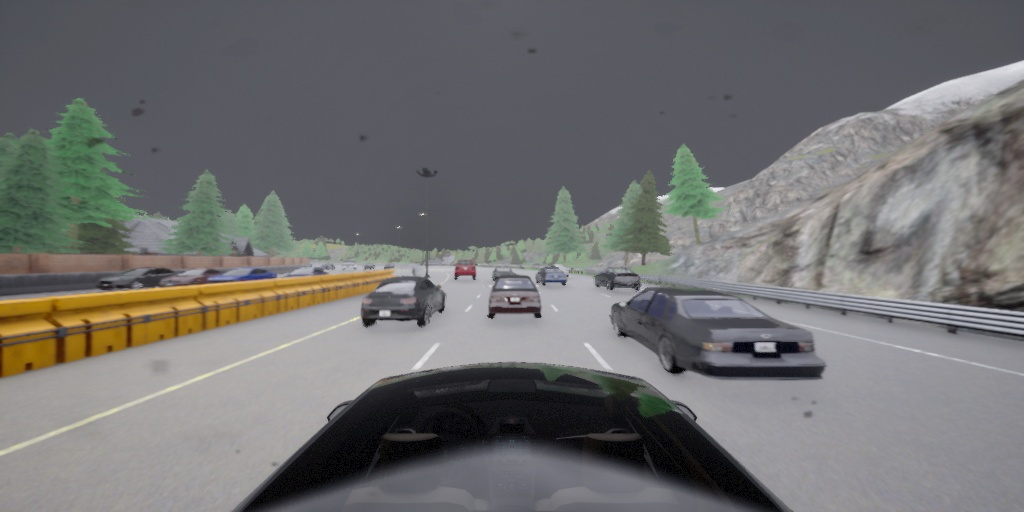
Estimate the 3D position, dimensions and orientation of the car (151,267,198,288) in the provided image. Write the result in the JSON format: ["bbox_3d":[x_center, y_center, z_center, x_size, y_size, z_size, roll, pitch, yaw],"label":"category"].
[{"bbox_3d":[-21.477,1.562,24.650,1.812,1.442,4.674,0,-1,-4],"label":"car"}]

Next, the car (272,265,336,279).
[{"bbox_3d":[-14.519,1.559,25.405,1.812,1.442,4.674,0,-1,-4],"label":"car"}]

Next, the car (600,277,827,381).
[{"bbox_3d":[3.577,1.357,7.561,2.033,1.411,5.357,0,-1,0],"label":"car"}]

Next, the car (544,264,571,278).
[{"bbox_3d":[5.149,1.702,41.152,1.812,1.442,4.674,0,-1,-8],"label":"car"}]

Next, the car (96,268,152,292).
[{"bbox_3d":[-24.961,1.543,24.311,1.837,1.490,4.892,0,-1,-4],"label":"car"}]

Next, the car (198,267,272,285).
[{"bbox_3d":[-17.946,1.503,24.128,1.882,1.535,5.008,0,-1,-3],"label":"car"}]

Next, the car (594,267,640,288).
[{"bbox_3d":[6.818,1.473,23.654,2.128,1.511,4.902,0,-1,-3],"label":"car"}]

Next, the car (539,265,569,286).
[{"bbox_3d":[3.020,1.589,28.611,2.033,1.411,5.357,0,-1,-4],"label":"car"}]

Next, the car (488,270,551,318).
[{"bbox_3d":[0.075,1.429,13.653,2.033,1.411,5.357,0,-1,0],"label":"car"}]

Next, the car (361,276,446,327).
[{"bbox_3d":[-3.425,1.393,11.933,1.812,1.442,4.674,0,0,0],"label":"car"}]

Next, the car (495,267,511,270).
[{"bbox_3d":[-0.902,1.699,33.171,1.895,1.301,4.718,0,-1,-6],"label":"car"}]

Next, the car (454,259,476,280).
[{"bbox_3d":[-4.931,1.378,37.745,2.150,2.045,5.566,0,0,-8],"label":"car"}]
